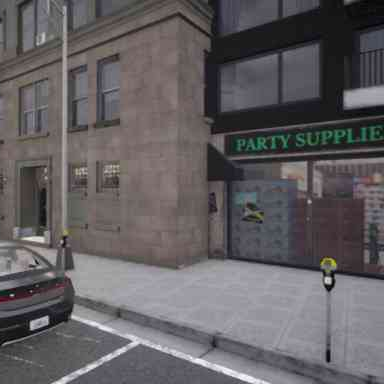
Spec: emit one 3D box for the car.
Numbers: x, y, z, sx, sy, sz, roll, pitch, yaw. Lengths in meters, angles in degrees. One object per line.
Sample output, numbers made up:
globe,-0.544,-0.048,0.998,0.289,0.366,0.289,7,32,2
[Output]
car,-3.859,1.550,5.791,4.403,1.369,2.008,0,0,35
